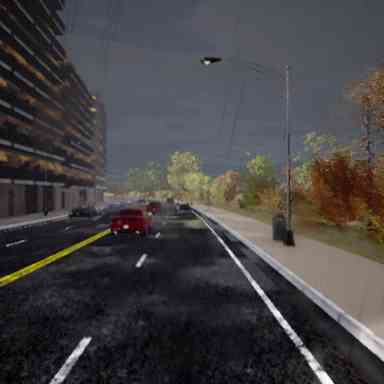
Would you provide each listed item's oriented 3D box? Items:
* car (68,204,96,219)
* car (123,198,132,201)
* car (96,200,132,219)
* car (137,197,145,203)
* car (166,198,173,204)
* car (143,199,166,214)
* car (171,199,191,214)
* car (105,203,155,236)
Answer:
[{"bbox_3d":[-10.723,1.886,32.903,1.994,1.385,4.181,0,0,-3],"label":"car"},{"bbox_3d":[-14.370,2.058,74.205,1.812,1.442,4.674,0,0,-8],"label":"car"},{"bbox_3d":[-7.441,1.850,32.456,2.033,1.411,5.357,0,0,-3],"label":"car"},{"bbox_3d":[-10.963,1.884,73.203,2.033,1.411,5.357,0,0,-7],"label":"car"},{"bbox_3d":[-5.423,2.149,80.626,1.837,1.490,4.892,0,0,-8],"label":"car"},{"bbox_3d":[-4.393,1.821,39.637,1.882,1.535,5.008,0,0,-3],"label":"car"},{"bbox_3d":[-1.133,1.818,39.523,2.128,1.511,4.902,0,0,-3],"label":"car"},{"bbox_3d":[-3.486,1.658,19.689,1.882,1.535,5.008,0,0,-2],"label":"car"}]
